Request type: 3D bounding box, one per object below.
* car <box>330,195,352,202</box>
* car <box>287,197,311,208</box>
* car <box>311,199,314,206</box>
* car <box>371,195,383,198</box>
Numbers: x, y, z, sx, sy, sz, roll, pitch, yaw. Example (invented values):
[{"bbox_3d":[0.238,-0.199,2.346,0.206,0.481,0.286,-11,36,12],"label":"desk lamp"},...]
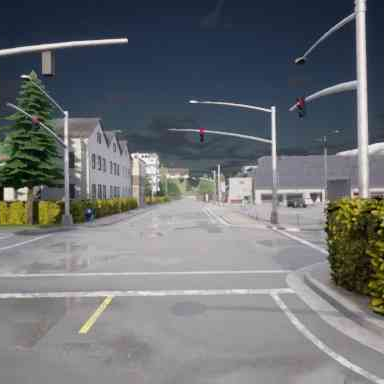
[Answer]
[{"bbox_3d":[25.474,1.398,56.572,2.152,1.636,5.027,-1,-1,0],"label":"car"},{"bbox_3d":[15.416,1.629,49.172,2.007,1.523,4.514,-1,-1,0],"label":"car"},{"bbox_3d":[19.059,1.573,56.231,1.970,1.475,3.806,-1,-1,0],"label":"car"},{"bbox_3d":[19.112,1.183,31.306,1.905,1.878,3.866,-1,-1,0],"label":"car"}]
